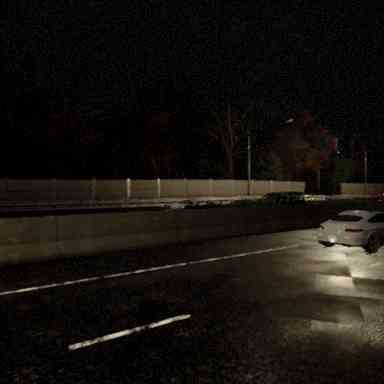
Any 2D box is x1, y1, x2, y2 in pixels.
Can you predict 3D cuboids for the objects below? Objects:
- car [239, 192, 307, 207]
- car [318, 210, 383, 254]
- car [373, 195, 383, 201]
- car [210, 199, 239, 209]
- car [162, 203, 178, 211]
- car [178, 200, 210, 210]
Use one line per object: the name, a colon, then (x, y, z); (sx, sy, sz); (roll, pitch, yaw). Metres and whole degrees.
car: (6.638, 1.048, 25.916); (5.566, 2.045, 2.150); (-1, 0, -35)
car: (6.749, 1.416, 12.856); (4.674, 1.442, 1.812); (-1, 0, -35)
car: (33.413, 1.096, 57.786); (4.718, 1.301, 1.895); (-1, 0, -35)
car: (4.190, 1.356, 28.481); (4.674, 1.442, 1.812); (-1, 0, -35)
car: (-0.610, 1.439, 33.645); (4.718, 1.301, 1.895); (-1, 0, -35)
car: (1.416, 1.439, 30.792); (4.718, 1.301, 1.895); (-1, 0, -35)
